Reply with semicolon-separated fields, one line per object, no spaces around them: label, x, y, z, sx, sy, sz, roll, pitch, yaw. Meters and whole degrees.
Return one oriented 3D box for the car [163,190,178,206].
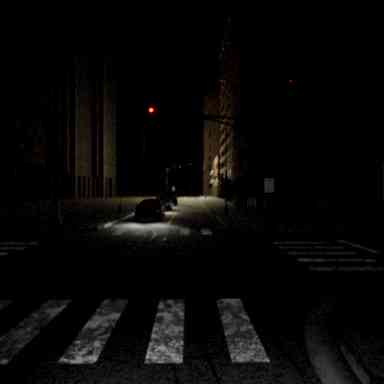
car;-3.123;0.802;45.992;2.150;2.045;5.566;0;1;1

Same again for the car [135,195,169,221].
car;-3.120;1.247;25.321;1.882;1.535;5.008;0;1;0

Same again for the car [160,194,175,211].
car;-3.129;1.205;35.285;1.812;1.442;4.674;0;1;0
